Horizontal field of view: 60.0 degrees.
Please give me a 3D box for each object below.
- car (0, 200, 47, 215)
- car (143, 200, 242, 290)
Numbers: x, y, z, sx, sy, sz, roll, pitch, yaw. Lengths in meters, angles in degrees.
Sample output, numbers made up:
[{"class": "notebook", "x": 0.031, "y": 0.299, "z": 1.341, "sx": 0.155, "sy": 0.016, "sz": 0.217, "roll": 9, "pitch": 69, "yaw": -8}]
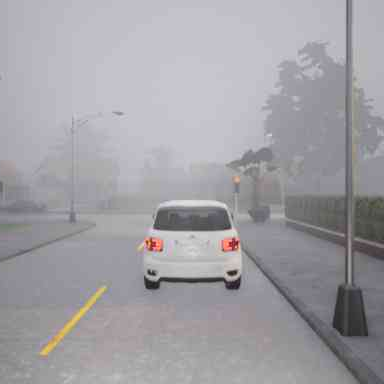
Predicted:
[{"class": "car", "x": -16.742, "y": 1.499, "z": 32.813, "sx": 4.674, "sy": 1.442, "sz": 1.812, "roll": 0, "pitch": 0, "yaw": 0}, {"class": "car", "x": 0.026, "y": 1.214, "z": 9.226, "sx": 2.150, "sy": 2.045, "sz": 5.566, "roll": 0, "pitch": 0, "yaw": 0}]
